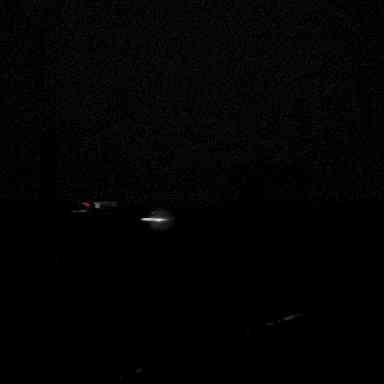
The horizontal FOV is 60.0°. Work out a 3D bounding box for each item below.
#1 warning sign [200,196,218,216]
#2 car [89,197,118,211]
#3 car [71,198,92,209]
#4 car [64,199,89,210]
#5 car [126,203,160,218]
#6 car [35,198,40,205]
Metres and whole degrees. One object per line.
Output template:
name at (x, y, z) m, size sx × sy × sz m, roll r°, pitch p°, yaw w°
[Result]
warning sign at (1.639, 1.357, 32.418) m, size 1.300 × 1.860 × 1.060 m, roll 2°, pitch -1°, yaw -36°
car at (-12.425, 1.669, 47.592) m, size 2.150 × 2.045 × 5.566 m, roll 1°, pitch -1°, yaw -35°
car at (-18.710, 1.931, 56.146) m, size 2.097 × 1.767 × 4.553 m, roll 1°, pitch -1°, yaw -36°
car at (-17.820, 2.017, 50.248) m, size 2.033 × 1.411 × 5.357 m, roll 1°, pitch -1°, yaw -36°
car at (-4.783, 1.764, 32.201) m, size 1.994 × 1.385 × 4.181 m, roll 1°, pitch -1°, yaw -36°
car at (-38.446, 2.401, 84.849) m, size 2.097 × 1.767 × 4.553 m, roll 1°, pitch -1°, yaw -36°
